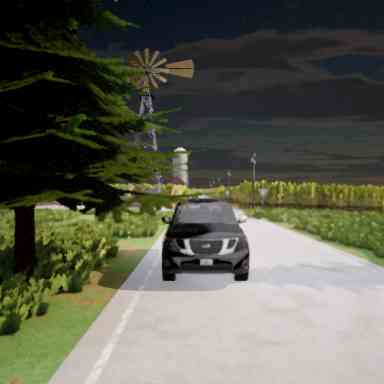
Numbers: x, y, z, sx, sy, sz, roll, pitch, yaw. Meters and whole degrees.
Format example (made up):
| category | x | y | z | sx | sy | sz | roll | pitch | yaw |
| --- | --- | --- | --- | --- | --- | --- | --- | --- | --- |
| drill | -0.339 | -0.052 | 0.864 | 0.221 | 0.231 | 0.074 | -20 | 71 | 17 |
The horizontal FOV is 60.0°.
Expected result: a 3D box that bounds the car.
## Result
| category | x | y | z | sx | sy | sz | roll | pitch | yaw |
| --- | --- | --- | --- | --- | --- | --- | --- | --- | --- |
| car | 0.350 | 1.231 | 10.243 | 2.150 | 2.045 | 5.566 | 0 | 0 | 1 |
